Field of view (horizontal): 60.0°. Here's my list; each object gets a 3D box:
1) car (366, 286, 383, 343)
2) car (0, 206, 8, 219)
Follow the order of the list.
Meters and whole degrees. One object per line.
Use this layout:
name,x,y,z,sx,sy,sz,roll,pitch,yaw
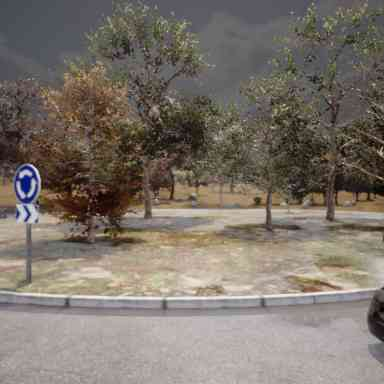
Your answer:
car,4.628,1.568,4.623,4.181,1.385,1.994,0,0,-18
car,-17.663,1.653,27.785,1.994,1.385,4.181,0,0,21
